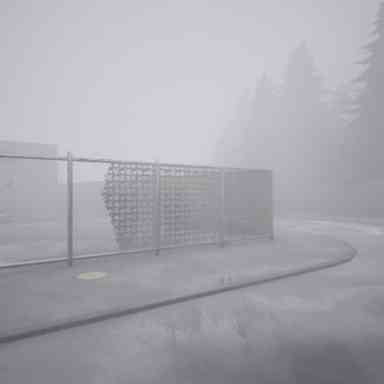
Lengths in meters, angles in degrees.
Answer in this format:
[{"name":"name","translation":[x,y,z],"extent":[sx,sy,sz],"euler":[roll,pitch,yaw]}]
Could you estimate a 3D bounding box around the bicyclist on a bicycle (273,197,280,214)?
[{"name":"bicyclist on a bicycle","translation":[8.110,1.340,32.584],"extent":[1.656,1.620,0.582],"euler":[0,0,-36]}]
